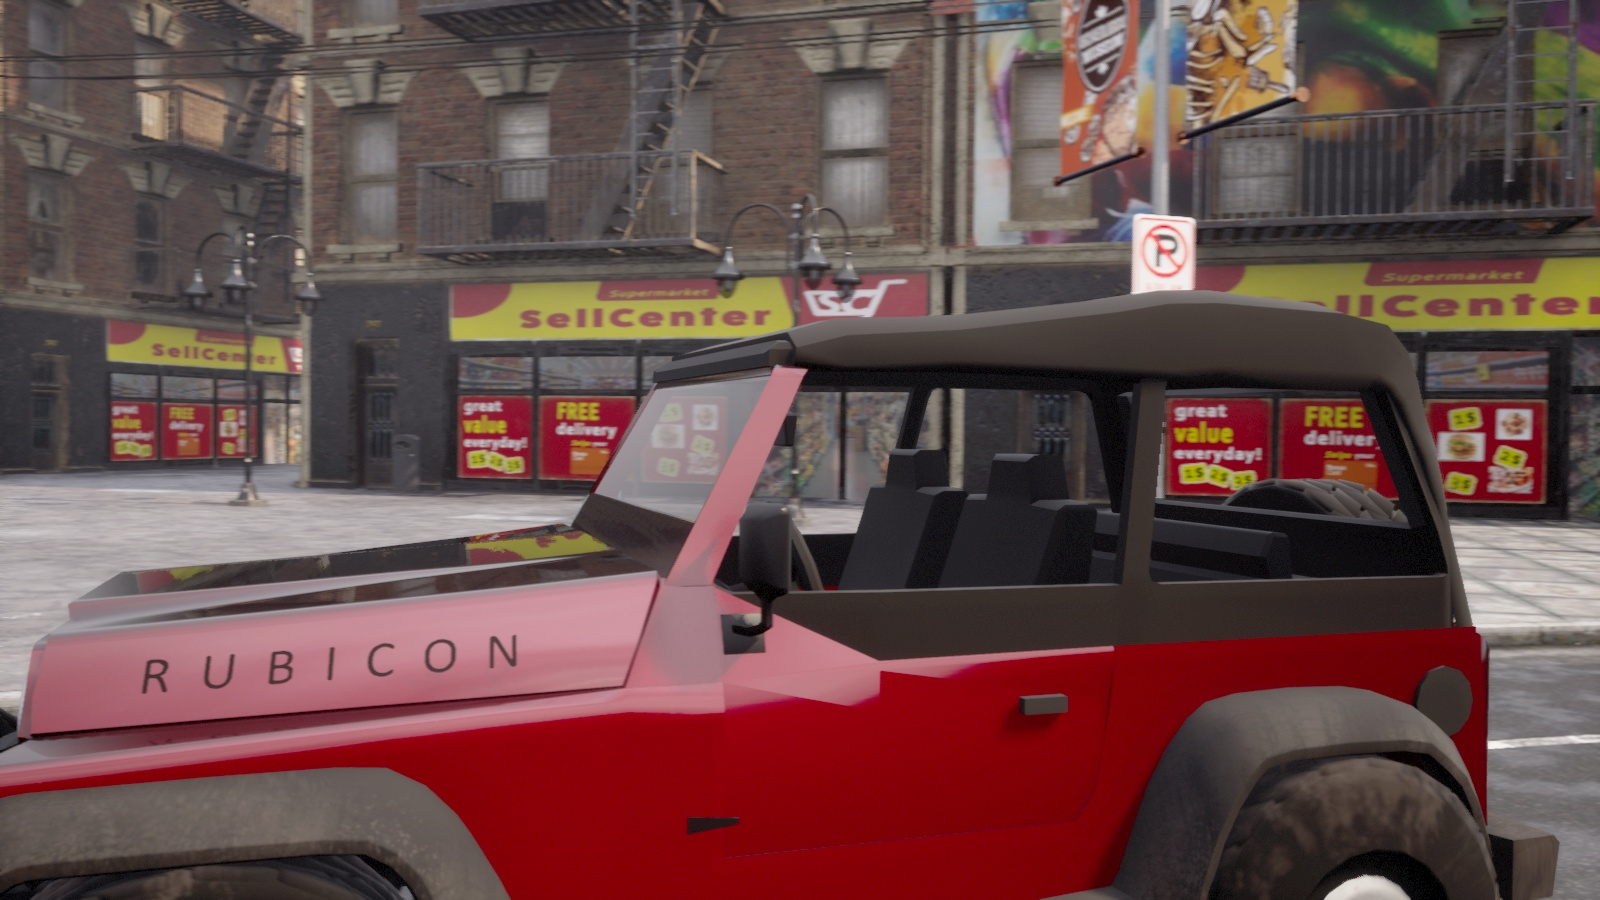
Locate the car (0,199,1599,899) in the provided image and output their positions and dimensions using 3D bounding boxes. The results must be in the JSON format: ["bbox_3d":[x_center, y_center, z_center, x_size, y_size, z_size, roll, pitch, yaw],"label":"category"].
[{"bbox_3d":[-0.017,0.537,3.256,3.866,1.878,1.905,-1,1,-19],"label":"car"}]
